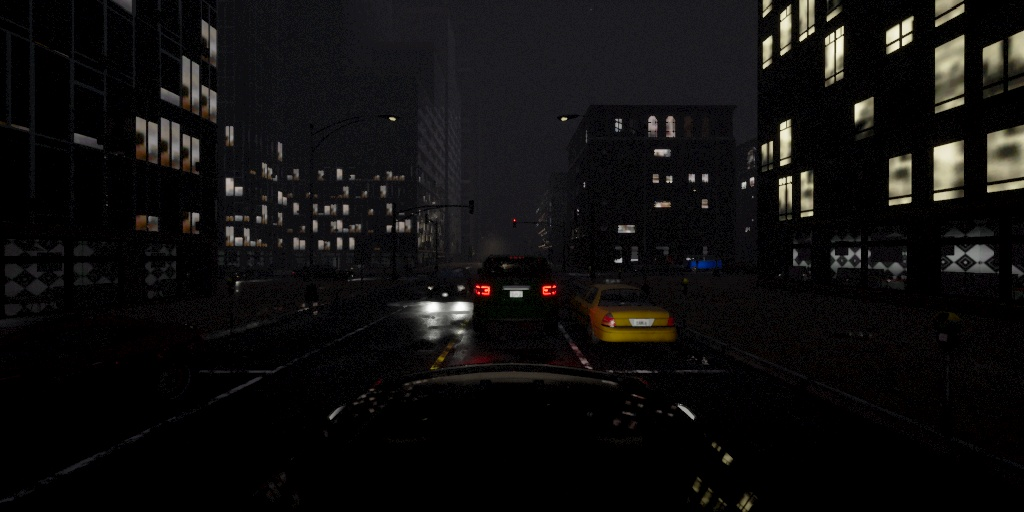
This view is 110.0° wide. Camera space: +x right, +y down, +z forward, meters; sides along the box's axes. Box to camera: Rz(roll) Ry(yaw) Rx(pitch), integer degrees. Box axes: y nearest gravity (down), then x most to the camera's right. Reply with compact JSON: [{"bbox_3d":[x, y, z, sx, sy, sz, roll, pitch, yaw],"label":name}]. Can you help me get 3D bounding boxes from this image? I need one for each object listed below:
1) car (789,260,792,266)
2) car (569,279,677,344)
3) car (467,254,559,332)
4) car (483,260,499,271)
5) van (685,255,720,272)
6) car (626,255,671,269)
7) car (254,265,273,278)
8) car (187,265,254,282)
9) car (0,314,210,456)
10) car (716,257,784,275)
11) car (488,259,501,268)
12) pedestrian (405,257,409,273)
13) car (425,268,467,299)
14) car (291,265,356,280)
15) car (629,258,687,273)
[{"bbox_3d":[26.594,0.886,37.264,4.902,1.511,2.128,-1,0,0],"label":"car"},{"bbox_3d":[2.558,1.275,9.384,1.751,1.417,4.829,0,0,0],"label":"car"},{"bbox_3d":[0.089,0.971,10.937,2.150,2.045,5.566,0,0,0],"label":"car"},{"bbox_3d":[-2.886,1.299,50.584,2.033,1.411,5.357,0,0,-1],"label":"car"},{"bbox_3d":[20.940,0.799,39.669,3.998,1.789,1.690,0,0,-1],"label":"van"},{"bbox_3d":[15.284,0.844,39.603,5.009,1.841,2.192,0,0,-1],"label":"car"},{"bbox_3d":[-28.441,1.649,39.004,4.403,1.370,2.007,0,0,-1],"label":"car"},{"bbox_3d":[-27.537,1.603,33.634,4.892,1.490,1.837,-1,0,-1],"label":"car"},{"bbox_3d":[-5.317,1.332,3.647,1.802,1.307,4.207,0,0,0],"label":"car"},{"bbox_3d":[21.056,1.019,31.789,4.507,1.381,1.888,0,0,-1],"label":"car"},{"bbox_3d":[-2.888,1.300,60.721,2.033,1.411,5.357,0,0,0],"label":"car"},{"bbox_3d":[-12.392,1.020,42.205,0.375,1.860,0.375,0,1,-1],"label":"pedestrian"},{"bbox_3d":[-2.975,1.297,18.215,2.033,1.411,5.357,0,0,-2],"label":"car"},{"bbox_3d":[-17.723,1.515,33.769,5.357,1.411,2.033,-1,0,-1],"label":"car"},{"bbox_3d":[15.023,1.138,37.135,4.718,1.301,1.895,-1,0,-1],"label":"car"}]
